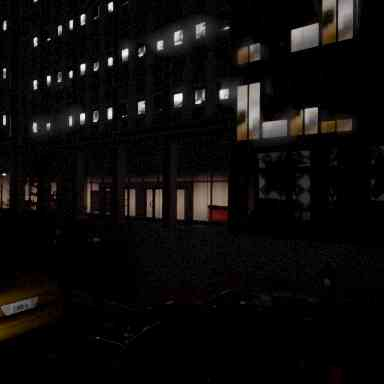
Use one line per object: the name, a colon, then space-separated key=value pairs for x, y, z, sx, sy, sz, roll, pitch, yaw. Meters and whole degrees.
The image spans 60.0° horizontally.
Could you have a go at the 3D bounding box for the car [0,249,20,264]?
car: x=-4.215 y=1.524 z=5.888 sx=4.829 sy=1.417 sz=1.752 roll=0 pitch=1 yaw=36

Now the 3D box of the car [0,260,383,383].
car: x=0.543 y=1.440 z=2.478 sx=4.097 sy=1.590 sz=1.967 roll=0 pitch=1 yaw=36
